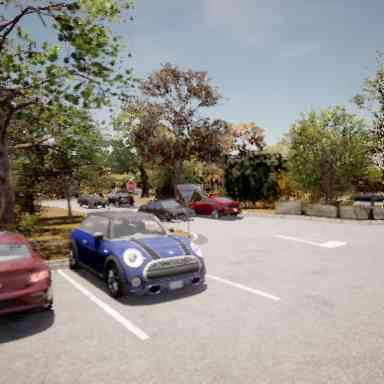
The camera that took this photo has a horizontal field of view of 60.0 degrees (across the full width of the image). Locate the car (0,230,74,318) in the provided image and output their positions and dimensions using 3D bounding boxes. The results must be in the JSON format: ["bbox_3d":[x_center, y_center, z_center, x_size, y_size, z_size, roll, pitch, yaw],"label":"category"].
[{"bbox_3d":[-4.171,1.516,6.804,2.002,1.452,4.674,-1,0,-35],"label":"car"}]

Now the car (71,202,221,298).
[{"bbox_3d":[-1.618,1.322,8.682,2.185,1.767,4.553,-1,0,-35],"label":"car"}]

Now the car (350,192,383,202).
[{"bbox_3d":[26.889,0.745,50.519,2.033,1.411,5.357,-4,4,-35],"label":"car"}]

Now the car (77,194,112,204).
[{"bbox_3d":[-11.194,0.986,37.041,2.033,1.411,5.357,-4,3,-36],"label":"car"}]

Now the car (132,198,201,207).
[{"bbox_3d":[-1.989,1.287,24.101,2.033,1.411,5.357,-4,3,-36],"label":"car"}]

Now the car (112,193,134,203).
[{"bbox_3d":[-8.350,0.858,38.347,2.128,1.511,4.902,-4,3,-36],"label":"car"}]

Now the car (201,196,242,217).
[{"bbox_3d":[1.526,1.059,24.660,1.882,1.535,5.008,-4,3,-36],"label":"car"}]
